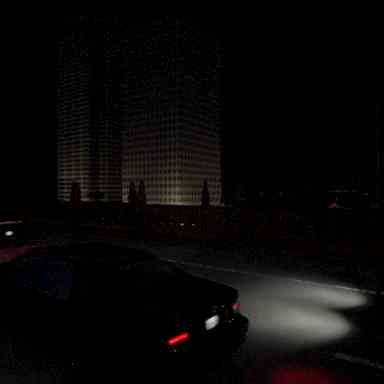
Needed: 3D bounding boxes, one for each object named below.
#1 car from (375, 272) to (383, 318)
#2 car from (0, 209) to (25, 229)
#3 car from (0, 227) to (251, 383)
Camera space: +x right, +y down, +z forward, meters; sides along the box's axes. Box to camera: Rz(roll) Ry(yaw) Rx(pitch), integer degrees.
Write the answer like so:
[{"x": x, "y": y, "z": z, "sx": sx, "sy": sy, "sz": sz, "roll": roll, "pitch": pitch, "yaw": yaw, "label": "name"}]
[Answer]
[{"x": 5.193, "y": 1.528, "z": 4.588, "sx": 4.674, "sy": 1.442, "sz": 1.812, "roll": 0, "pitch": 0, "yaw": 35, "label": "car"}, {"x": -9.465, "y": 1.473, "z": 15.018, "sx": 4.902, "sy": 1.511, "sz": 2.128, "roll": 0, "pitch": 0, "yaw": 35, "label": "car"}, {"x": -1.806, "y": 1.542, "z": 5.281, "sx": 5.357, "sy": 1.411, "sz": 2.033, "roll": 0, "pitch": 0, "yaw": 35, "label": "car"}]
